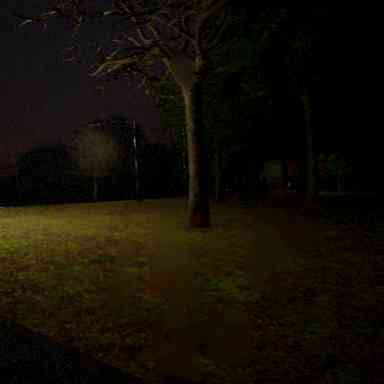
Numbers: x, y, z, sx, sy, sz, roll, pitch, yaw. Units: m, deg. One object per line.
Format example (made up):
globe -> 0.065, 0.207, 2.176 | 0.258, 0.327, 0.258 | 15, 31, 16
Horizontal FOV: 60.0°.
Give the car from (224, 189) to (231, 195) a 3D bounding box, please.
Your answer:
car -> 8.249, 0.043, 84.829 | 2.128, 1.511, 4.902 | -4, -1, 34
